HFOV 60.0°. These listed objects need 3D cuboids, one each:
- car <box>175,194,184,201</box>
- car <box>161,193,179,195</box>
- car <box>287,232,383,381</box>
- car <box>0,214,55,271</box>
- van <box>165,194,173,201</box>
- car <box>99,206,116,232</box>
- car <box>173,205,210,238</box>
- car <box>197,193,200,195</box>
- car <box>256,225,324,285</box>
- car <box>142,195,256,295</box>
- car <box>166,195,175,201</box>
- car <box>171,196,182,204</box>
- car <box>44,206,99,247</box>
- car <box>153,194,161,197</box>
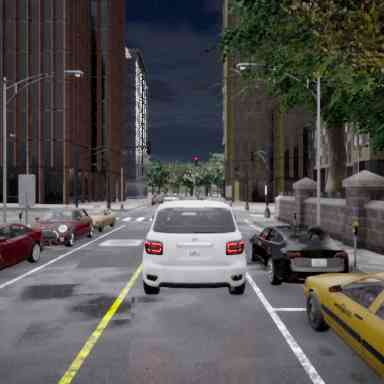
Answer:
[{"bbox_3d":[-3.093,1.336,83.090,1.882,1.535,5.008,0,0,0],"label":"car"},{"bbox_3d":[-3.149,1.231,51.242,2.150,2.045,5.566,0,0,0],"label":"car"},{"bbox_3d":[2.756,1.525,3.987,1.752,1.417,4.829,0,0,0],"label":"car"},{"bbox_3d":[-5.775,1.544,9.262,1.887,1.381,4.507,0,0,0],"label":"car"},{"bbox_3d":[-5.858,1.368,84.772,1.690,1.788,3.998,0,0,0],"label":"van"},{"bbox_3d":[-5.787,1.526,20.006,1.752,1.417,4.829,0,0,0],"label":"car"},{"bbox_3d":[0.003,1.526,18.508,1.812,1.442,4.674,0,0,0],"label":"car"},{"bbox_3d":[2.673,1.568,79.344,1.887,1.381,4.507,0,0,0],"label":"car"},{"bbox_3d":[2.750,1.566,9.274,1.947,1.339,4.313,0,0,0],"label":"car"},{"bbox_3d":[0.056,1.221,8.863,2.150,2.045,5.566,0,0,0],"label":"car"},{"bbox_3d":[-5.864,1.582,90.210,2.008,1.369,4.403,0,0,0],"label":"car"},{"bbox_3d":[-3.097,1.579,67.476,1.994,1.385,4.181,0,0,0],"label":"car"},{"bbox_3d":[-5.781,1.440,14.720,1.967,1.590,4.097,0,0,0],"label":"car"},{"bbox_3d":[-5.828,1.327,57.584,2.192,1.841,5.009,0,0,0],"label":"car"}]
